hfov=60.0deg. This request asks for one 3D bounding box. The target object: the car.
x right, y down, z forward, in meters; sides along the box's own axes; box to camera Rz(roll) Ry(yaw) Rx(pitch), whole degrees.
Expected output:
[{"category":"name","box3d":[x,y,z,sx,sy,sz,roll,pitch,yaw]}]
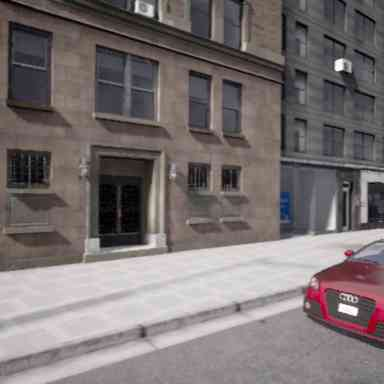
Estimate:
[{"category":"car","box3d":[3.981,1.617,6.199,4.181,1.385,1.994,1,0,-36]}]
